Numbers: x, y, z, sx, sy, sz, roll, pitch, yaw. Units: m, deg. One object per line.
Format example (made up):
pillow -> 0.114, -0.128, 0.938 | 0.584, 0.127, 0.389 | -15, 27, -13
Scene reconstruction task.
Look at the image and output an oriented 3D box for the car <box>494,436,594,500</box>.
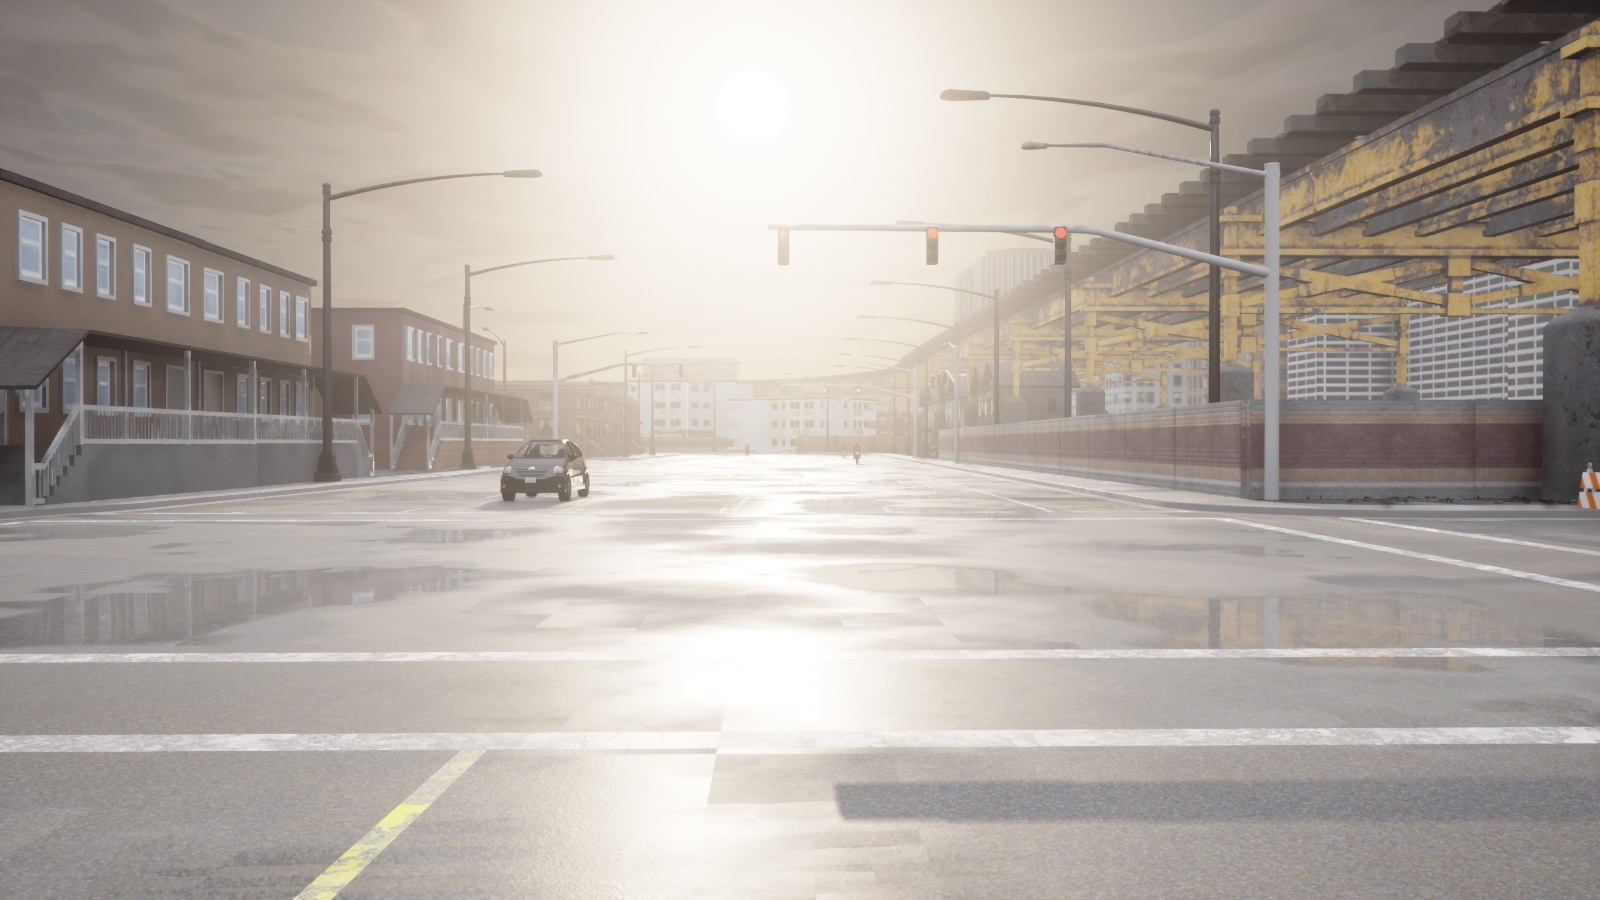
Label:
car -> -6.792, 0.449, 33.720 | 1.851, 1.617, 3.988 | 0, 0, 0
